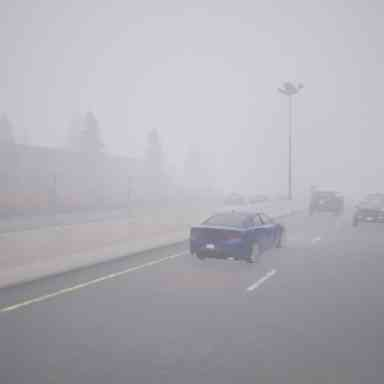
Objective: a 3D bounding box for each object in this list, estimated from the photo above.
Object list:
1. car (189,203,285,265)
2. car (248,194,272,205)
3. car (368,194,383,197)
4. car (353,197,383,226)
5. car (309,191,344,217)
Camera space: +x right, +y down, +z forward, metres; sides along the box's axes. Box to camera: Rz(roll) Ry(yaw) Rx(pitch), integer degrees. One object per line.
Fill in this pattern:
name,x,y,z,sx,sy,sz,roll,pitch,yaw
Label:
car,1.772,1.359,11.499,1.882,1.535,5.008,0,1,30
car,9.705,1.058,47.064,2.033,1.411,5.357,0,1,26
car,19.640,0.944,35.543,2.097,1.767,4.553,0,1,28
car,11.061,1.291,20.479,1.812,1.442,4.674,0,1,30
car,11.393,0.913,27.968,2.150,2.045,5.566,0,1,30
